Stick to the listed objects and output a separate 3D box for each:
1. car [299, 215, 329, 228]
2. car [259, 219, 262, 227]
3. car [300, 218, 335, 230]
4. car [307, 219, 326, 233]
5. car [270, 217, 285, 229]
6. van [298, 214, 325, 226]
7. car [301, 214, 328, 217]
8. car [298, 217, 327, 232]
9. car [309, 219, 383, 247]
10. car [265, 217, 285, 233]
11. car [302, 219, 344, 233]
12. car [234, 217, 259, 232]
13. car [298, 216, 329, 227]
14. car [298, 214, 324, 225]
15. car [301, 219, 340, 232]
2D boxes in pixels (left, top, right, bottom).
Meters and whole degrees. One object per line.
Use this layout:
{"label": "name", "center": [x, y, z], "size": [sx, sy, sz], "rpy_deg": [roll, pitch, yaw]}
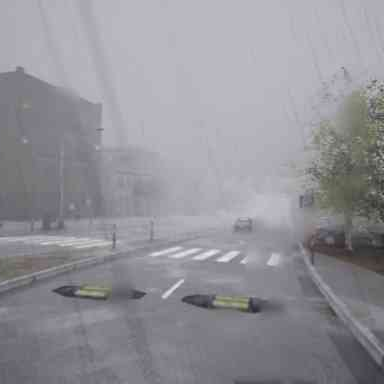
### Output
{"label": "car", "center": [20.061, 4.815, 54.847], "size": [4.553, 1.767, 2.185], "rpy_deg": [1, -3, 16]}
{"label": "car", "center": [9.005, 4.328, 48.070], "size": [1.994, 1.385, 4.181], "rpy_deg": [1, -3, 17]}
{"label": "car", "center": [18.556, 4.669, 49.414], "size": [4.792, 1.488, 2.163], "rpy_deg": [1, -3, 16]}
{"label": "car", "center": [11.676, 3.142, 25.643], "size": [5.008, 1.535, 2.097], "rpy_deg": [1, -3, 16]}
{"label": "car", "center": [12.252, 4.379, 47.593], "size": [1.812, 1.442, 4.674], "rpy_deg": [1, -3, 17]}
{"label": "van", "center": [21.472, 4.983, 60.043], "size": [4.442, 1.987, 1.878], "rpy_deg": [1, -2, 16]}
{"label": "car", "center": [15.457, 3.885, 38.860], "size": [4.553, 1.767, 2.185], "rpy_deg": [1, -3, 16]}
{"label": "car", "center": [13.784, 3.666, 33.618], "size": [5.366, 1.575, 1.946], "rpy_deg": [1, -3, 16]}
{"label": "car", "center": [10.914, 2.961, 23.001], "size": [4.892, 1.521, 2.231], "rpy_deg": [1, -3, 16]}
{"label": "car", "center": [9.190, 3.729, 37.007], "size": [1.812, 1.442, 4.674], "rpy_deg": [1, -3, 16]}
{"label": "car", "center": [16.241, 4.211, 41.493], "size": [4.674, 1.452, 2.002], "rpy_deg": [1, -3, 16]}
{"label": "car", "center": [5.955, 3.604, 37.513], "size": [2.128, 1.511, 4.902], "rpy_deg": [1, -3, 16]}
{"label": "car", "center": [20.808, 5.075, 57.356], "size": [4.892, 1.521, 2.231], "rpy_deg": [1, -3, 16]}
{"label": "car", "center": [22.371, 5.216, 62.640], "size": [4.553, 1.767, 2.185], "rpy_deg": [1, -2, 16]}
{"label": "car", "center": [17.007, 4.371, 44.133], "size": [4.674, 1.452, 2.002], "rpy_deg": [1, -3, 16]}
